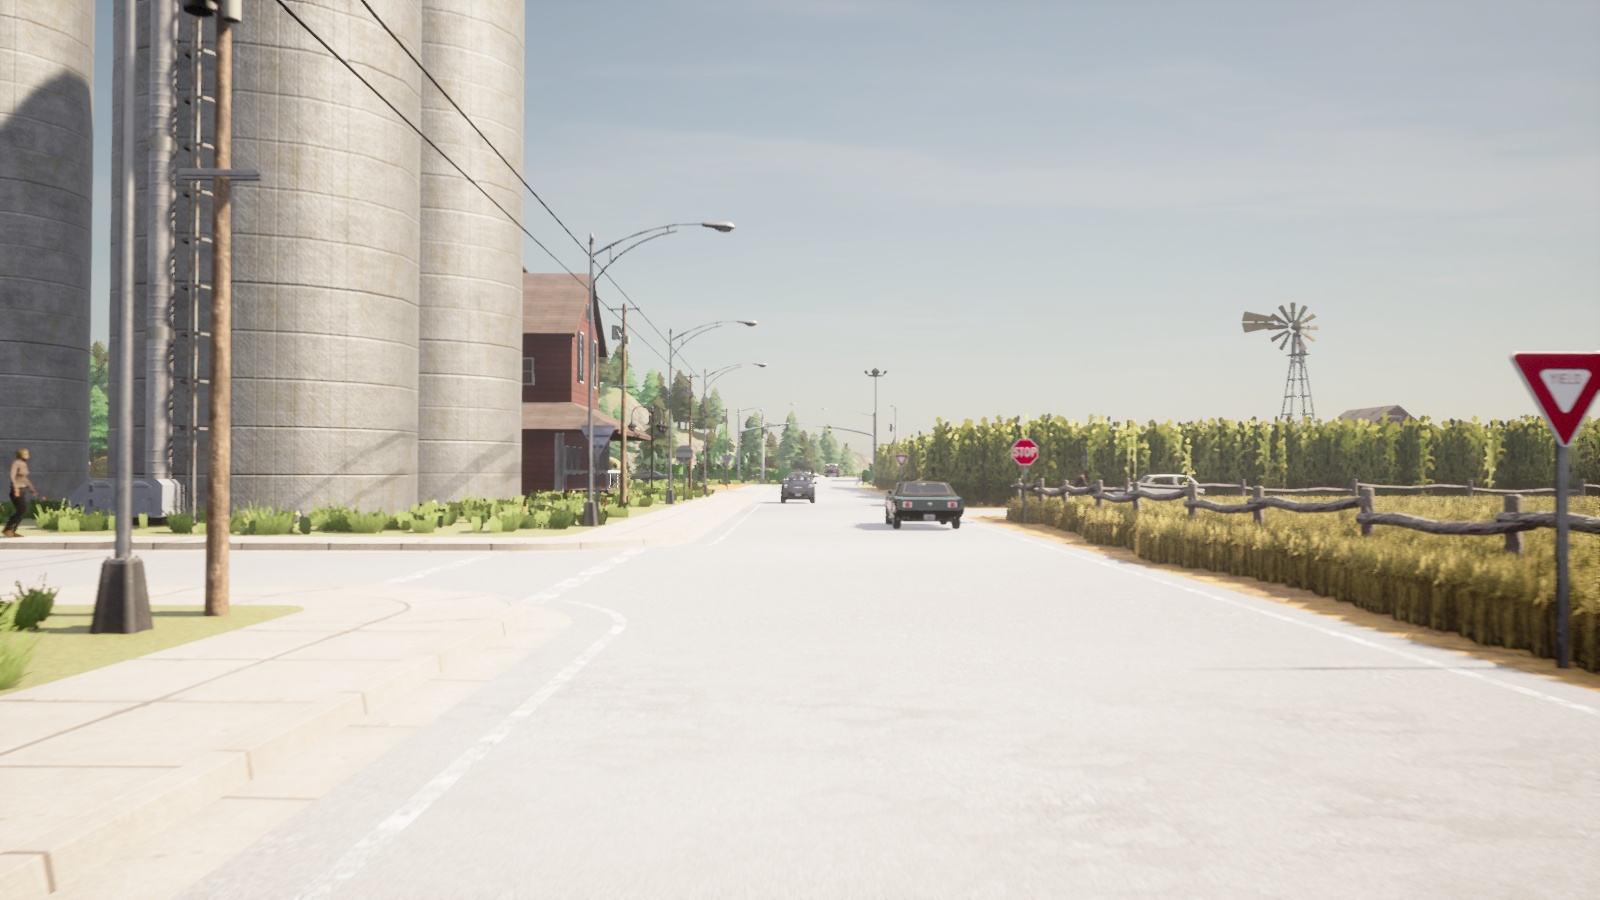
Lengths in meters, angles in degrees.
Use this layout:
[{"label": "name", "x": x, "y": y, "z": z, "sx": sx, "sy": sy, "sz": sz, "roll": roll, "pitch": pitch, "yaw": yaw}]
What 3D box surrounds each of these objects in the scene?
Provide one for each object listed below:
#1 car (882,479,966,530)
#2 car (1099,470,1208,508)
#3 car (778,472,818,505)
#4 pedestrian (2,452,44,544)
[{"label": "car", "x": 3.436, "y": 1.496, "z": 35.573, "sx": 1.895, "sy": 1.301, "sz": 4.718, "roll": 0, "pitch": -1, "yaw": 0}, {"label": "car", "x": 14.120, "y": 1.563, "z": 50.283, "sx": 3.806, "sy": 1.475, "sz": 1.970, "roll": 0, "pitch": -1, "yaw": 0}, {"label": "car", "x": -0.098, "y": 1.849, "z": 60.926, "sx": 1.845, "sy": 1.501, "sz": 3.633, "roll": 0, "pitch": -1, "yaw": 0}, {"label": "pedestrian", "x": -15.691, "y": 0.961, "z": 25.373, "sx": 0.634, "sy": 1.846, "sz": 0.331, "roll": 0, "pitch": -1, "yaw": -9}]
